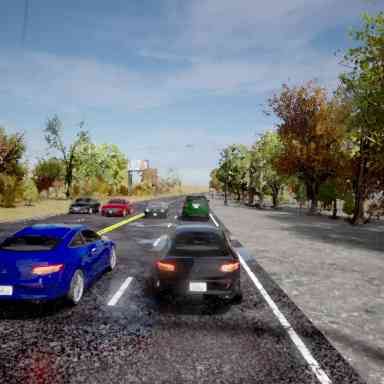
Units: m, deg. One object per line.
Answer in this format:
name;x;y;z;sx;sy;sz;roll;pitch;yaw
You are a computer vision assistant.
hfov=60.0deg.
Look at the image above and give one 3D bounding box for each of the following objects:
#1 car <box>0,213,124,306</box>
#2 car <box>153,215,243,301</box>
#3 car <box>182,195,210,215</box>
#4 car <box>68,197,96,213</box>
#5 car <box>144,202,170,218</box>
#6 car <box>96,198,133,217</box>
car;-3.092;1.453;7.777;1.812;1.442;4.674;2;0;0
car;0.156;1.531;8.240;1.812;1.442;4.674;0;0;1
car;0.319;1.224;28.066;2.150;2.045;5.566;1;0;0
car;-9.608;1.219;30.245;1.837;1.490;4.892;2;0;1
car;-2.927;1.522;28.858;1.895;1.301;4.718;2;0;1
car;-6.375;1.293;28.706;1.882;1.535;5.008;2;0;1
